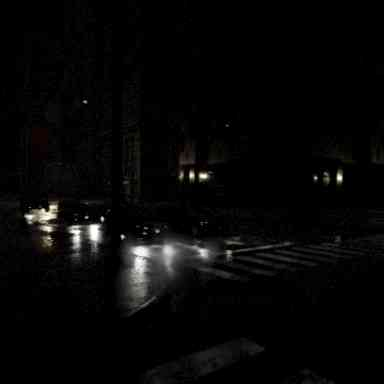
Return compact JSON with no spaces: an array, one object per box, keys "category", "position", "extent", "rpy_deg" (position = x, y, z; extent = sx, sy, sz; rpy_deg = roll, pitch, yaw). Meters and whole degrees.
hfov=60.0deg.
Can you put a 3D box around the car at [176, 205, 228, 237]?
[{"category":"car","position":[-0.158,1.488,18.396],"extent":[1.882,1.535,5.008],"rpy_deg":[0,0,-38]}]

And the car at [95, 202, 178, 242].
[{"category":"car","position":[-2.959,1.493,16.722],"extent":[1.837,1.490,4.892],"rpy_deg":[0,0,-36]}]

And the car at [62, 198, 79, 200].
[{"category":"car","position":[-12.951,1.387,35.755],"extent":[1.882,1.535,5.008],"rpy_deg":[0,0,-36]}]

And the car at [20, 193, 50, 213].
[{"category":"car","position":[-16.848,1.102,35.572],"extent":[2.150,2.045,5.566],"rpy_deg":[0,0,-36]}]

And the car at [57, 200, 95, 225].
[{"category":"car","position":[-8.225,1.508,23.857],"extent":[1.994,1.385,4.181],"rpy_deg":[0,0,-37]}]
